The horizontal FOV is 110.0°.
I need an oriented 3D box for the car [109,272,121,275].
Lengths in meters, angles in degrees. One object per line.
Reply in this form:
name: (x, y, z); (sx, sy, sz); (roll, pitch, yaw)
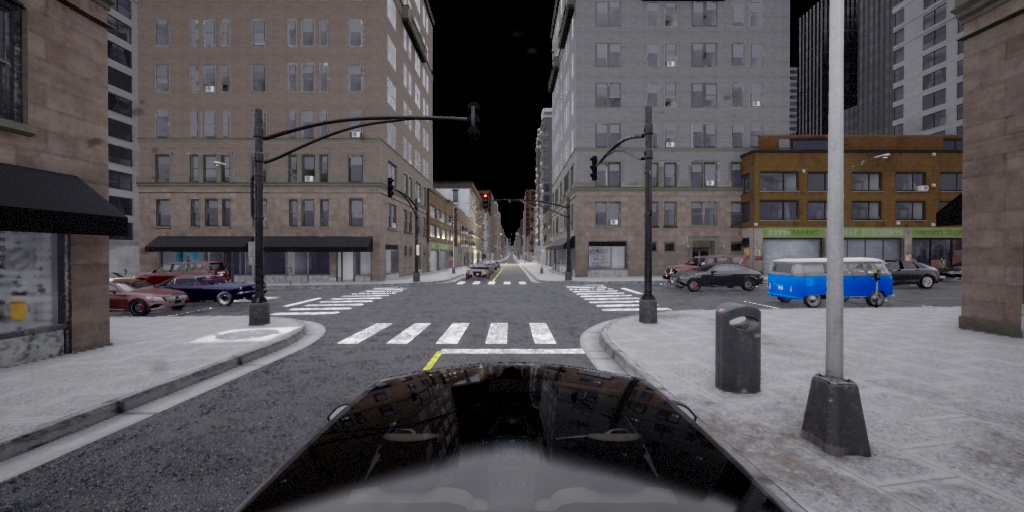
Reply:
car: (-26.017, 1.550, 22.165); (4.829, 1.417, 1.751); (0, 0, 0)

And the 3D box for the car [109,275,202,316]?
car: (-14.817, 1.527, 13.666); (4.207, 1.307, 1.802); (0, 0, 0)

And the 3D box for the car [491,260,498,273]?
car: (-3.090, 1.253, 41.755); (2.128, 1.511, 4.902); (0, 0, 0)

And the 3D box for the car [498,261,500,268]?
car: (-3.077, 1.299, 51.724); (1.812, 1.442, 4.674); (0, 0, 0)

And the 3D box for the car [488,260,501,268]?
car: (-3.051, 1.353, 61.770); (1.994, 1.385, 4.181); (0, 0, 1)

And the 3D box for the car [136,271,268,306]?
car: (-13.953, 1.517, 16.330); (4.718, 1.301, 1.895); (-1, 0, 0)

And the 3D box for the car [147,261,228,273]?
car: (-20.343, 1.270, 22.178); (5.009, 1.841, 2.192); (0, 0, 0)

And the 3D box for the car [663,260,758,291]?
car: (11.103, 1.113, 19.603); (4.674, 1.442, 1.812); (-1, 0, 1)

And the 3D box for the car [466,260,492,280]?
car: (-2.927, 1.317, 31.224); (1.994, 1.385, 4.181); (0, 0, -3)

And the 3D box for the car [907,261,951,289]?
car: (20.289, 0.980, 19.608); (4.892, 1.490, 1.837); (-1, 0, 0)

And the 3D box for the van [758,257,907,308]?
van: (12.119, 0.957, 13.729); (3.998, 1.789, 1.690); (0, 0, 0)

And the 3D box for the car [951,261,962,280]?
car: (28.926, 0.915, 22.295); (4.313, 1.339, 1.948); (0, 0, 0)

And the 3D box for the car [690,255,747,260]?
car: (12.098, 0.871, 22.255); (5.009, 1.841, 2.192); (0, 0, 0)
